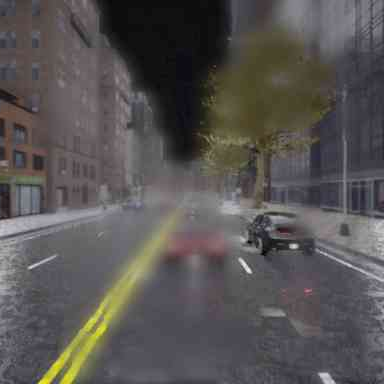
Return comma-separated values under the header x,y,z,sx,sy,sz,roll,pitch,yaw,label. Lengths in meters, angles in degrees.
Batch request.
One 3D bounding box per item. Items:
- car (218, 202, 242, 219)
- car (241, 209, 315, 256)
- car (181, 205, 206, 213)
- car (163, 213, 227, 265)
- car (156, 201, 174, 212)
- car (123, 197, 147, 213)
x,y,z,sx,sy,sz,roll,pitch,yaw,label
3.369,1.601,29.313,1.812,1.442,4.674,0,0,0,car
3.351,1.540,13.315,1.837,1.490,4.892,0,0,0,car
0.109,1.671,26.922,1.895,1.301,4.718,0,0,0,car
0.095,1.633,11.745,1.895,1.301,4.718,0,0,0,car
-3.290,1.701,40.501,1.895,1.301,4.718,0,0,0,car
-6.548,1.448,38.574,2.097,1.767,4.553,0,0,0,car
